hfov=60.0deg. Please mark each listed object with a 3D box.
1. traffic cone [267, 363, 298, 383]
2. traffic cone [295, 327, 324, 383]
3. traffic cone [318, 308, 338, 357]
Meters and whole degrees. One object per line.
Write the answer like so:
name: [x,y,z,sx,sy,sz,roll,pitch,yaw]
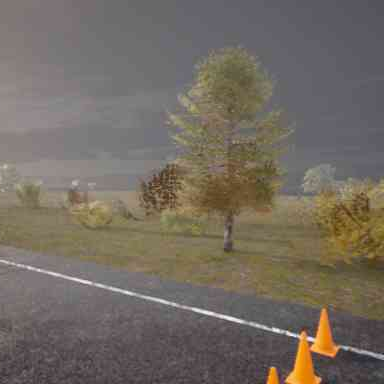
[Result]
traffic cone: [0.770,1.975,3.185,0.340,0.580,0.340,1,0,35]
traffic cone: [1.340,1.983,4.006,0.340,0.580,0.340,1,0,35]
traffic cone: [1.910,1.992,4.828,0.340,0.580,0.340,1,0,35]
